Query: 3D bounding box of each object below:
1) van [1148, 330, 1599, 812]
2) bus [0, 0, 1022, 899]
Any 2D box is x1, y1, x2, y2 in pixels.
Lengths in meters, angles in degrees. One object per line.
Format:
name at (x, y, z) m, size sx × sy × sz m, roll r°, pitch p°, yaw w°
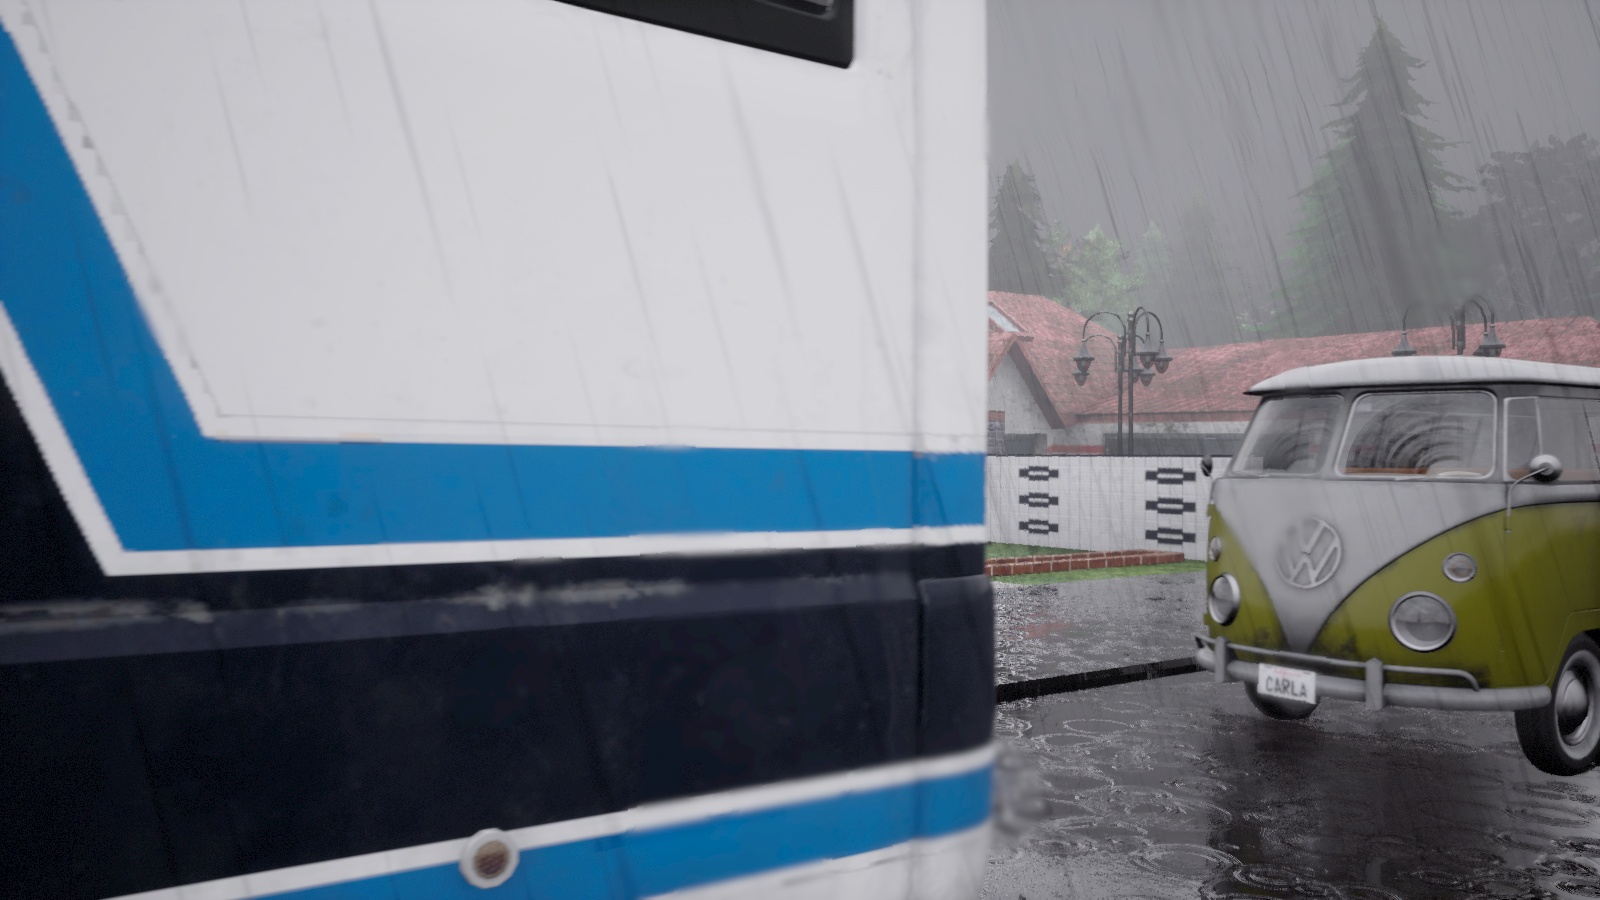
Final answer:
van at (4.168, 0.508, 7.177) m, size 4.442 × 1.987 × 1.775 m, roll 0°, pitch 0°, yaw -35°
bus at (-4.968, -0.619, 0.818) m, size 10.273 × 4.253 × 3.944 m, roll 1°, pitch -1°, yaw -35°
